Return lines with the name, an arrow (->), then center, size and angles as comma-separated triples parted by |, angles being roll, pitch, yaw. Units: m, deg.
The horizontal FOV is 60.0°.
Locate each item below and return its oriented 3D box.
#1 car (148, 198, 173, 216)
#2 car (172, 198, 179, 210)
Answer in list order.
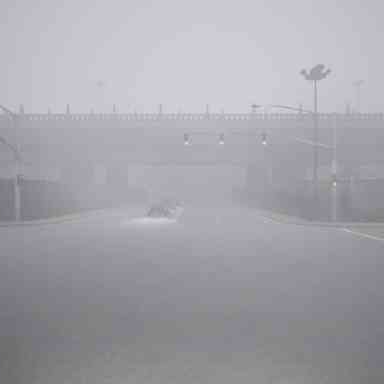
car -> -3.228, 1.604, 33.040 | 1.895, 1.301, 4.718 | 0, 0, 1
car -> -3.122, 1.509, 42.910 | 1.837, 1.490, 4.892 | 0, 0, 1
